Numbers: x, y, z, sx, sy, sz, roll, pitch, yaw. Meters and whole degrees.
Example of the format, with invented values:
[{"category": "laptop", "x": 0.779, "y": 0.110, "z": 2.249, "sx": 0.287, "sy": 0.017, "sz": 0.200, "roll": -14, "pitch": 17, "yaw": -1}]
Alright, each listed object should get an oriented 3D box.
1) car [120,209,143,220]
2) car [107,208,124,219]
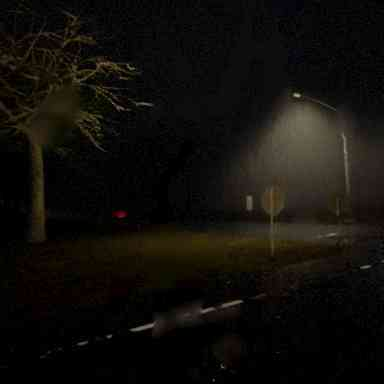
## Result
[{"category": "car", "x": -9.971, "y": 4.049, "z": 56.500, "sx": 1.994, "sy": 1.385, "sz": 4.181, "roll": -2, "pitch": -1, "yaw": -33}, {"category": "car", "x": -14.261, "y": 4.015, "z": 62.717, "sx": 2.150, "sy": 2.045, "sz": 5.566, "roll": -2, "pitch": -1, "yaw": -34}]
